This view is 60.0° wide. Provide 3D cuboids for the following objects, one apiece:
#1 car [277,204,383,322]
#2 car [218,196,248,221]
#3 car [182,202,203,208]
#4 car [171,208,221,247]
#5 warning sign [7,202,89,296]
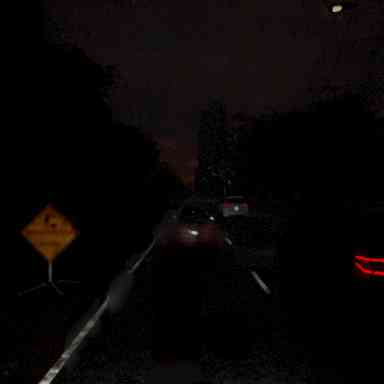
[{"bbox_3d":[3.546,1.270,7.447,2.150,2.045,5.566,0,0,1],"label":"car"},{"bbox_3d":[3.577,1.403,29.371,2.150,2.045,5.566,0,0,0],"label":"car"},{"bbox_3d":[0.080,1.676,32.300,1.882,1.535,5.008,0,0,0],"label":"car"},{"bbox_3d":[0.083,1.660,15.631,1.994,1.385,4.181,0,0,0],"label":"car"},{"bbox_3d":[-3.052,1.160,7.195,1.300,1.860,1.060,0,0,0],"label":"warning sign"}]
